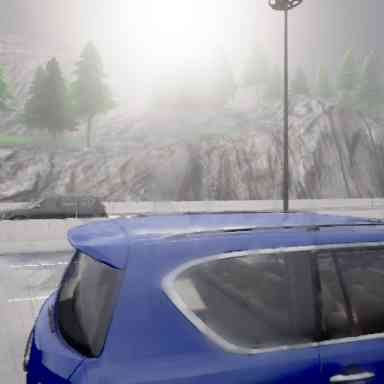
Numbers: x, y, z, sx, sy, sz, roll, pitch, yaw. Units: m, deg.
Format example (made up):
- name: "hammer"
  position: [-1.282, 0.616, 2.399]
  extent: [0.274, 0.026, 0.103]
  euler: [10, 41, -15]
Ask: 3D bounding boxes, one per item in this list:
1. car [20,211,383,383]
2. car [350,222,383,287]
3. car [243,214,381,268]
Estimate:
- name: "car"
  position: [1.486, 1.220, 3.068]
  extent: [5.566, 2.045, 2.150]
  euler: [0, 0, -19]
- name: "car"
  position: [7.066, 1.547, 8.845]
  extent: [5.357, 1.411, 2.033]
  euler: [0, 0, -21]
- name: "car"
  position: [4.122, 1.564, 11.521]
  extent: [4.181, 1.385, 1.994]
  euler: [0, 0, -21]
